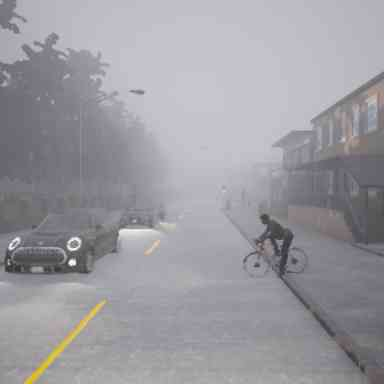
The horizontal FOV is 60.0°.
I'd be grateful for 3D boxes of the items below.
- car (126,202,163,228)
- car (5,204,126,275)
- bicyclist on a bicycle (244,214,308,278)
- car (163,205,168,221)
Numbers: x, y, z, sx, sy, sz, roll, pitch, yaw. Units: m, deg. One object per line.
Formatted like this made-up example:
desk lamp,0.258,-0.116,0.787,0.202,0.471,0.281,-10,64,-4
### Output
car,-3.338,1.533,21.751,1.994,1.385,4.181,0,0,2
car,-3.759,1.336,10.497,2.097,1.767,4.553,0,0,2
bicyclist on a bicycle,2.104,1.373,8.561,1.656,1.620,0.582,-6,0,2
car,-3.059,1.535,26.764,1.994,1.385,4.181,0,0,2
